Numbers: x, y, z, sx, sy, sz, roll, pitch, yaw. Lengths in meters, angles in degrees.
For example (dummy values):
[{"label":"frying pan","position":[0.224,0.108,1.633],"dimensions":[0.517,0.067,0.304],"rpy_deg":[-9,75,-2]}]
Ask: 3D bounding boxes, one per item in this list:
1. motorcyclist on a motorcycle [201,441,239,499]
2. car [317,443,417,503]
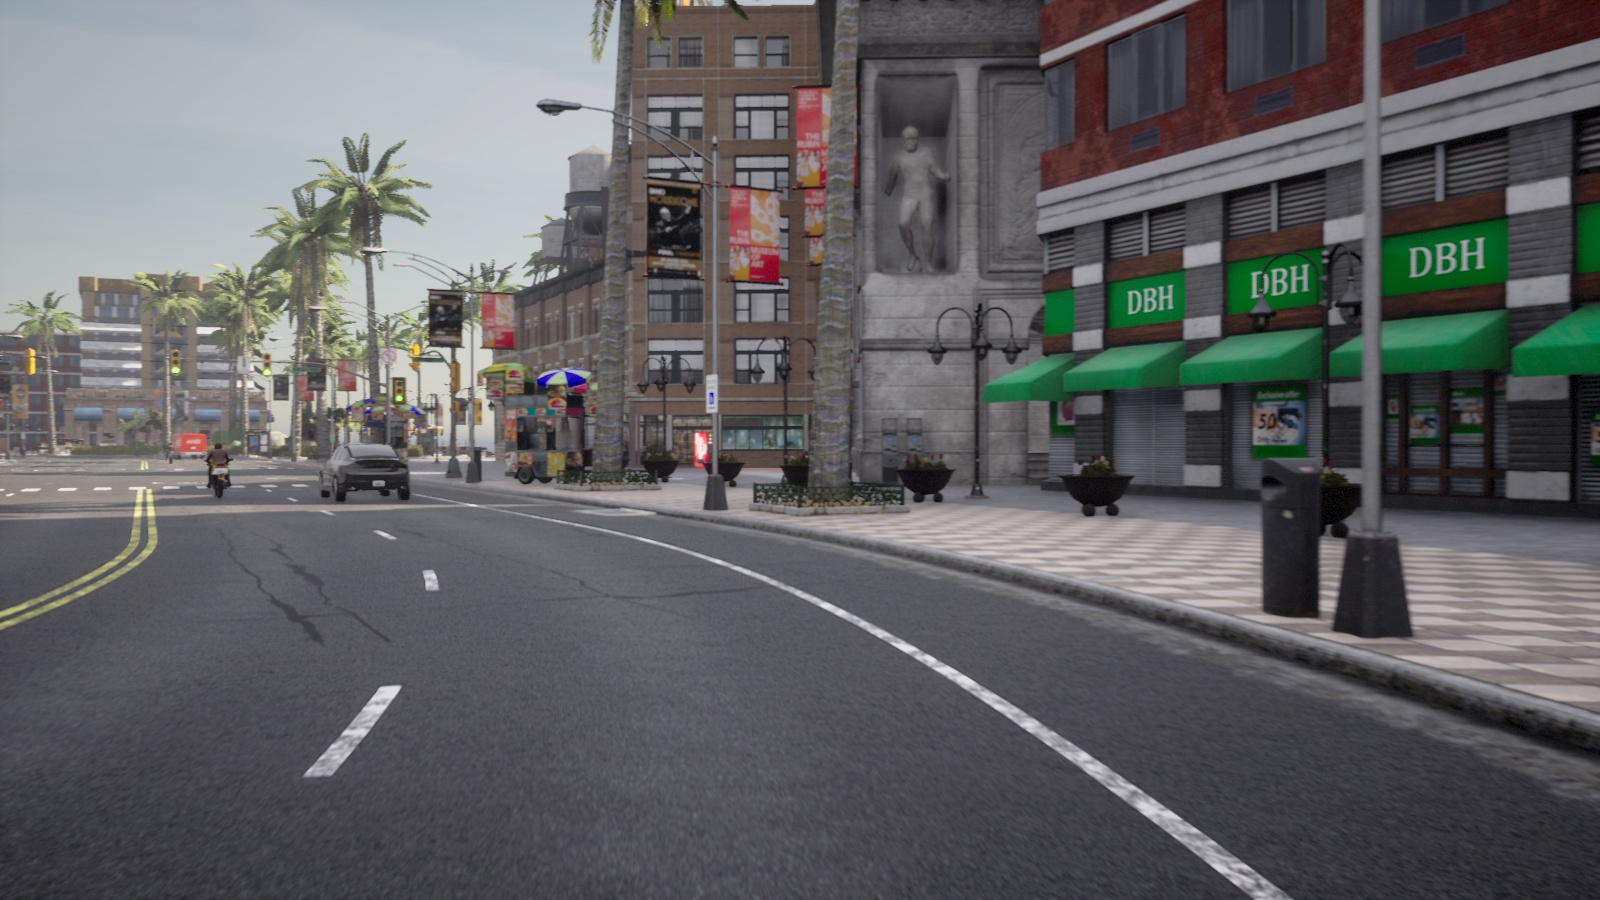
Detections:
[{"label":"motorcyclist on a motorcycle","position":[-15.725,0.538,34.024],"dimensions":[0.797,1.523,2.044],"rpy_deg":[0,0,-28]},{"label":"car","position":[-11.811,0.562,34.053],"dimensions":[1.837,1.490,4.892],"rpy_deg":[0,1,-28]}]
